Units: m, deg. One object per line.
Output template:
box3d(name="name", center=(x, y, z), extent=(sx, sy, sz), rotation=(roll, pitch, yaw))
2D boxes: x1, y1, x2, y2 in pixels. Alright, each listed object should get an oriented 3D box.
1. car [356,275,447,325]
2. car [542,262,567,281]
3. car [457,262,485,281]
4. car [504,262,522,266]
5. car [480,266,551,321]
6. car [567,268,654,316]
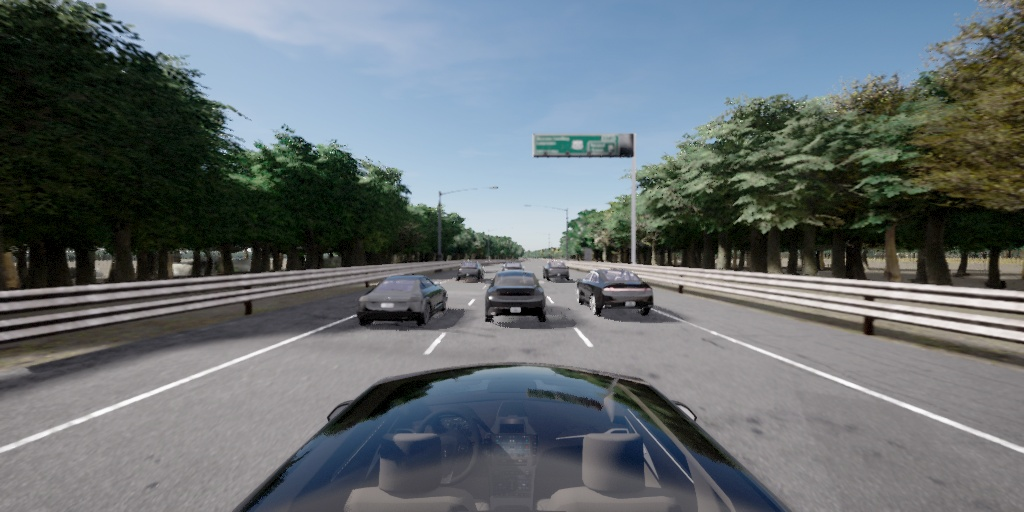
box3d(name="car", center=(-3.398, 1.314, 11.800), extent=(1.994, 1.385, 4.181), rotation=(0, 0, 0))
box3d(name="car", center=(3.604, 1.260, 30.023), extent=(2.128, 1.511, 4.902), rotation=(0, 0, 0))
box3d(name="car", center=(-3.397, 1.261, 30.032), extent=(2.128, 1.511, 4.902), rotation=(0, 0, 0))
box3d(name="car", center=(0.105, 1.260, 30.063), extent=(2.128, 1.511, 4.902), rotation=(0, 0, 0))
box3d(name="car", center=(0.102, 1.255, 12.405), extent=(1.837, 1.490, 4.892), rotation=(0, 0, 0))
box3d(name="car", center=(3.603, 1.242, 13.326), extent=(2.128, 1.511, 4.902), rotation=(0, 0, 0))
